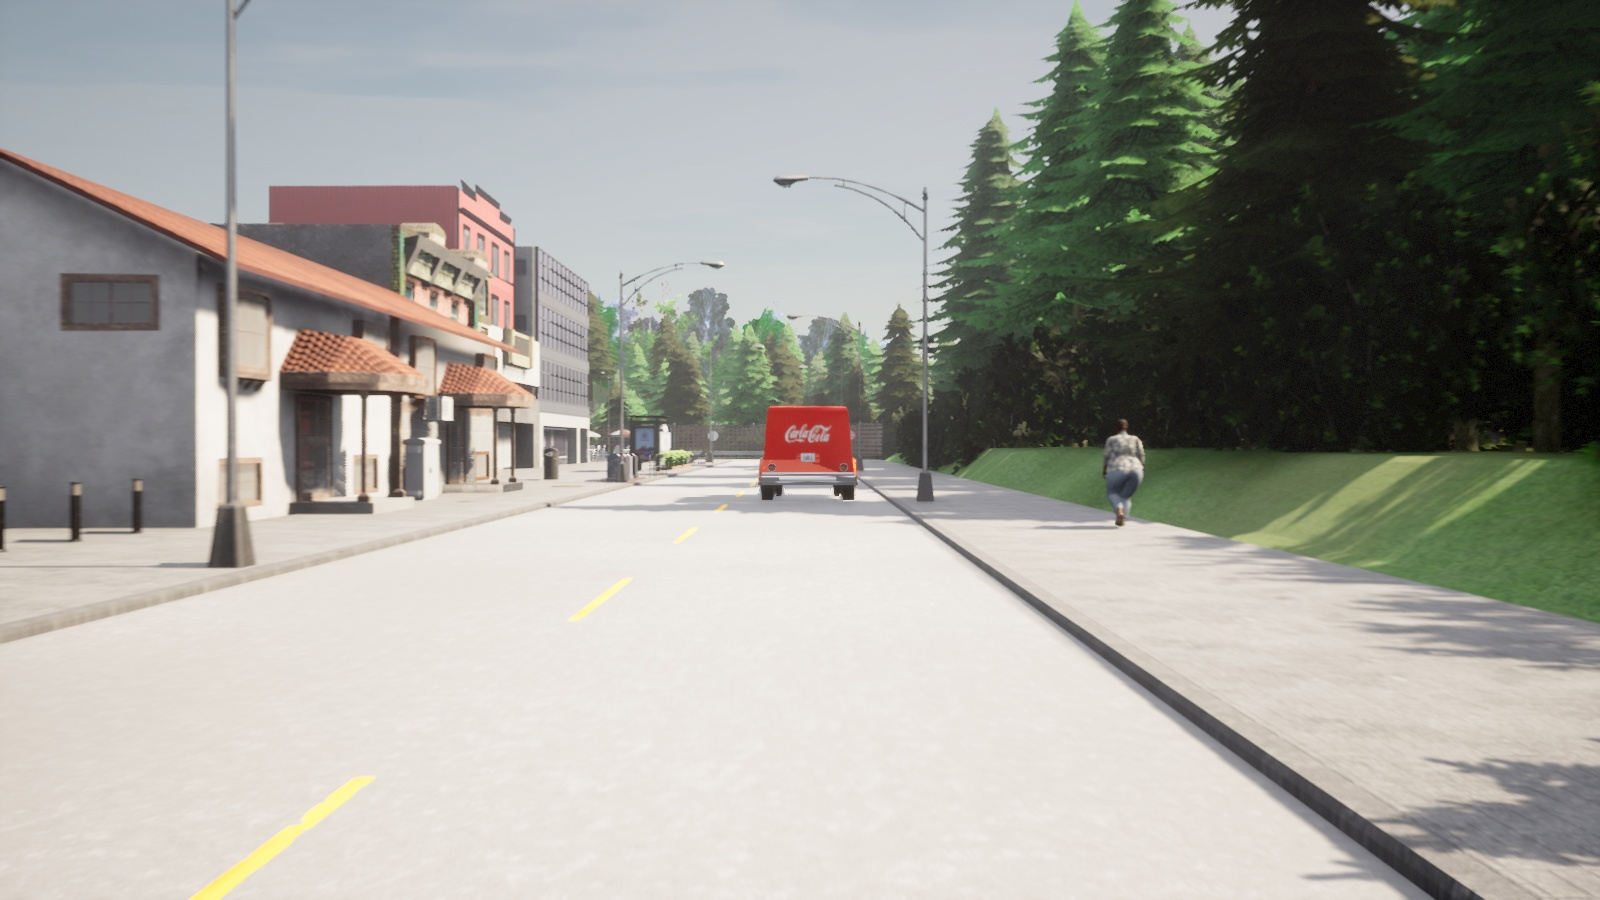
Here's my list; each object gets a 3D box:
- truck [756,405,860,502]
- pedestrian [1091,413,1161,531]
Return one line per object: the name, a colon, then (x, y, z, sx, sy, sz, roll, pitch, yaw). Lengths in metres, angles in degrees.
truck: (0.219, 0.068, 34.444, 2.627, 2.467, 5.204, 0, 0, 0)
pedestrian: (5.245, 0.348, 20.257, 0.874, 1.855, 0.900, 0, 0, 0)
